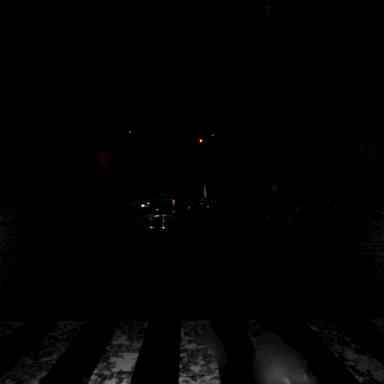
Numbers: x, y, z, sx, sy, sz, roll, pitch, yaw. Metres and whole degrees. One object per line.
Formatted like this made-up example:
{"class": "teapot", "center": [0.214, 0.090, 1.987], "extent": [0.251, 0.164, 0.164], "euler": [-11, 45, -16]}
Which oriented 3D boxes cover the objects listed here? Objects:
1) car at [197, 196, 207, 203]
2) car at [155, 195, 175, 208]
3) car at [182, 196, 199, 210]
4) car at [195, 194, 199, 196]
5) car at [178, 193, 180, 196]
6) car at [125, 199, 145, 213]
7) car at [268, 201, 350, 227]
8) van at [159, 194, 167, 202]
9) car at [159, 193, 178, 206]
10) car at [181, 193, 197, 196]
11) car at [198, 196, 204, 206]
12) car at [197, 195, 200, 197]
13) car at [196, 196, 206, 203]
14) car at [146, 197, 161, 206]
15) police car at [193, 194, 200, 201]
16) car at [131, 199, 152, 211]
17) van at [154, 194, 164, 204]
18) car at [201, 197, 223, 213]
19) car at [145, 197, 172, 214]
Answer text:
{"class": "car", "center": [1.953, 1.546, 68.074], "extent": [1.752, 1.417, 4.829], "euler": [0, 0, -1]}
{"class": "car", "center": [-3.563, 1.485, 43.513], "extent": [1.882, 1.535, 5.008], "euler": [0, 0, -1]}
{"class": "car", "center": [-0.386, 1.608, 43.460], "extent": [1.895, 1.301, 4.718], "euler": [0, 0, 0]}
{"class": "car", "center": [2.029, 1.568, 62.615], "extent": [2.008, 1.369, 4.403], "euler": [0, 0, -1]}
{"class": "car", "center": [-3.790, 1.509, 62.442], "extent": [2.128, 1.511, 4.902], "euler": [0, 0, 0]}
{"class": "car", "center": [-6.131, 1.556, 36.297], "extent": [2.008, 1.369, 4.403], "euler": [0, 0, -1]}
{"class": "car", "center": [7.316, 1.325, 20.978], "extent": [4.902, 1.511, 2.128], "euler": [-1, 0, -1]}
{"class": "van", "center": [-6.704, 1.369, 77.511], "extent": [1.690, 1.788, 3.998], "euler": [0, 0, -1]}
{"class": "car", "center": [-3.684, 1.364, 52.663], "extent": [2.097, 1.767, 4.553], "euler": [0, 0, -1]}
{"class": "car", "center": [-0.694, 1.513, 67.122], "extent": [2.128, 1.511, 4.902], "euler": [0, 0, -1]}
{"class": "car", "center": [2.242, 1.554, 47.300], "extent": [1.887, 1.381, 4.507], "euler": [0, 0, -1]}
{"class": "car", "center": [2.167, 1.562, 52.744], "extent": [2.008, 1.369, 4.403], "euler": [0, 0, -1]}
{"class": "car", "center": [1.882, 1.590, 73.193], "extent": [1.947, 1.339, 4.313], "euler": [0, 0, -1]}
{"class": "car", "center": [-6.403, 1.579, 55.859], "extent": [1.947, 1.339, 4.313], "euler": [0, 0, -1]}
{"class": "police car", "center": [1.246, 1.464, 90.590], "extent": [1.930, 1.638, 5.238], "euler": [0, 0, -1]}
{"class": "car", "center": [-6.200, 1.558, 41.289], "extent": [2.008, 1.369, 4.403], "euler": [0, 0, -1]}
{"class": "van", "center": [-6.554, 1.361, 66.685], "extent": [1.690, 1.788, 3.998], "euler": [0, 0, -1]}
{"class": "car", "center": [2.393, 1.556, 36.412], "extent": [2.008, 1.369, 4.403], "euler": [0, 0, -1]}
{"class": "car", "center": [-3.449, 1.569, 34.700], "extent": [1.994, 1.385, 4.181], "euler": [0, 0, -2]}
